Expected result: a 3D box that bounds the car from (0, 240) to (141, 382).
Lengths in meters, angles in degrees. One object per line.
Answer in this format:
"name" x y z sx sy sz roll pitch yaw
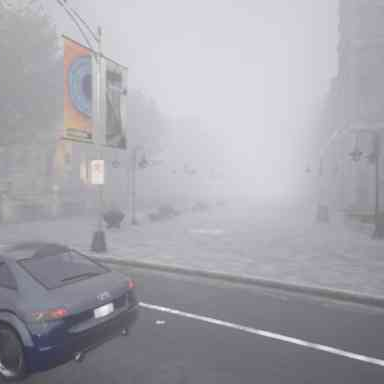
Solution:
"car" -2.891 1.498 5.325 4.181 1.385 1.994 1 1 29
